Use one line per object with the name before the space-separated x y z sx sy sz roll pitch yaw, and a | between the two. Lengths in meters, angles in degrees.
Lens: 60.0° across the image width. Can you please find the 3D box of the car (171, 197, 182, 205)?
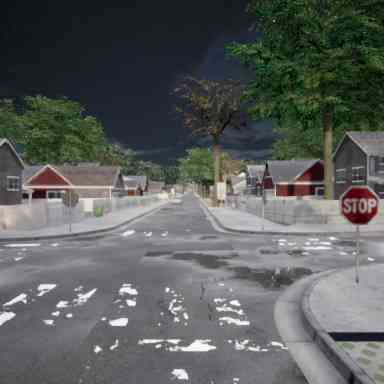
car | -2.748 1.584 60.636 1.895 1.301 4.718 0 0 0
